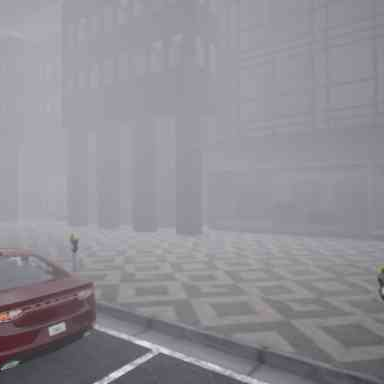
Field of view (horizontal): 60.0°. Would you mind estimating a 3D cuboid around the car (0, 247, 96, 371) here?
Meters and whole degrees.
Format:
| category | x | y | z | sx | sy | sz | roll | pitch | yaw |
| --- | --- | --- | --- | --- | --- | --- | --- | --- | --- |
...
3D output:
| category | x | y | z | sx | sy | sz | roll | pitch | yaw |
| --- | --- | --- | --- | --- | --- | --- | --- | --- | --- |
| car | -3.500 | 1.598 | 5.460 | 4.507 | 1.381 | 1.887 | -1 | 0 | 36 |
